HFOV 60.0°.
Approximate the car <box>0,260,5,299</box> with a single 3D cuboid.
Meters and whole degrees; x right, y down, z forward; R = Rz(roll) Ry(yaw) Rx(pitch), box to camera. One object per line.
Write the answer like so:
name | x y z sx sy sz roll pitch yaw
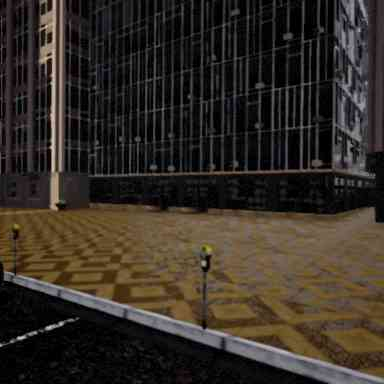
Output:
car | -5.491 1.549 6.778 4.313 1.339 1.947 0 1 35
